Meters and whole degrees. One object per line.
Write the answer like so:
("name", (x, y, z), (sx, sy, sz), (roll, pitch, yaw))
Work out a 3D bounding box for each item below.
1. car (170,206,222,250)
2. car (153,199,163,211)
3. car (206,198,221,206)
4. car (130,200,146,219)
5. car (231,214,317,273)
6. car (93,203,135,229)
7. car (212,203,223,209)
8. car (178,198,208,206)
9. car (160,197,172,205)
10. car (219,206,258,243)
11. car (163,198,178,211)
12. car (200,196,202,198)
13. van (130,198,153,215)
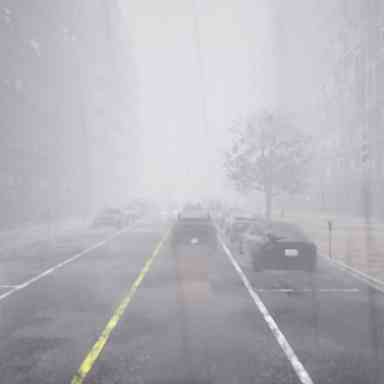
("car", (0.081, 1.567, 14.572), (1.837, 1.490, 4.892), (0, -1, 0))
("car", (-5.306, 1.774, 44.850), (1.802, 1.307, 4.206), (1, 0, 0))
("car", (2.576, 1.607, 38.959), (1.967, 1.590, 4.097), (1, 0, 0))
("car", (-5.305, 1.645, 27.741), (1.752, 1.417, 4.829), (1, 0, 0))
("car", (2.575, 1.612, 10.695), (1.947, 1.339, 4.313), (1, 0, 0))
("car", (-5.306, 1.679, 22.264), (1.802, 1.307, 4.206), (1, 0, 0))
("car", (2.575, 1.661, 22.000), (1.947, 1.339, 4.313), (1, 0, 0))
("car", (0.085, 1.623, 30.490), (2.128, 1.511, 4.902), (0, 0, 0))
("car", (-5.306, 1.837, 67.437), (2.008, 1.369, 4.403), (1, 0, 0))
("car", (2.575, 1.615, 16.348), (1.887, 1.381, 4.507), (1, 0, 0))
("car", (-2.843, 1.794, 45.163), (1.895, 1.301, 4.718), (0, 0, 0))
("car", (2.749, 1.754, 58.416), (1.837, 1.490, 4.892), (0, 0, 0))
("van", (-5.303, 1.486, 33.558), (1.690, 1.788, 3.998), (1, 0, 0))
